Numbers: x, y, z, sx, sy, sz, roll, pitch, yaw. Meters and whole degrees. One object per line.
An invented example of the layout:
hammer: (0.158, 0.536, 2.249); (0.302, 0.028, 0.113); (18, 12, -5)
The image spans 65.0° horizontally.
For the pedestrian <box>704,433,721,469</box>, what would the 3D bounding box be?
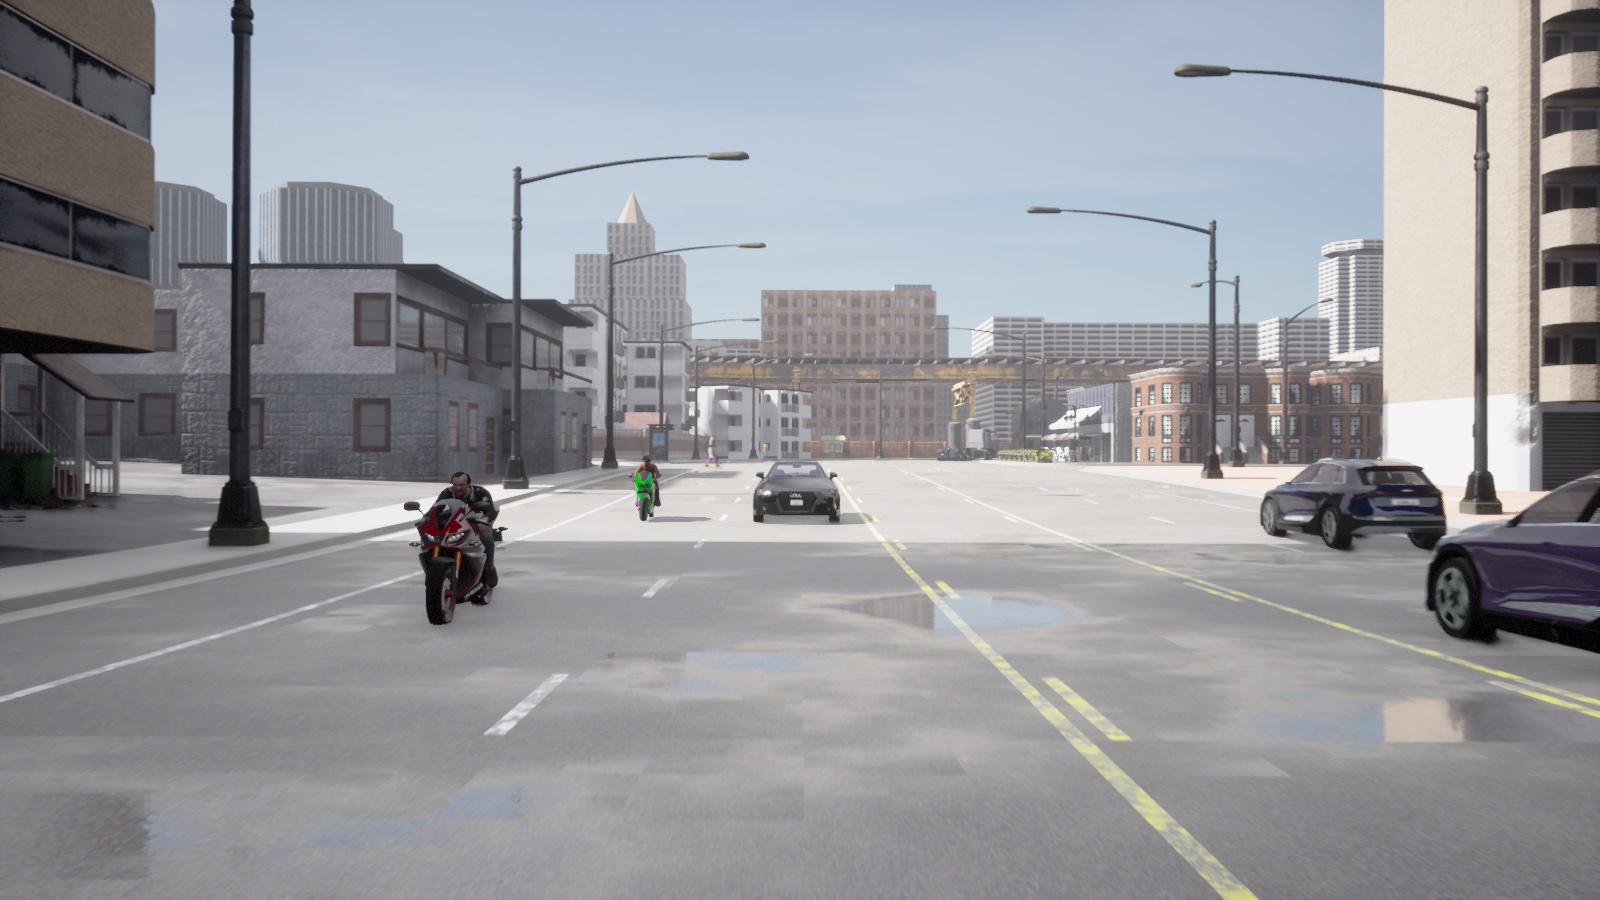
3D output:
pedestrian: (-4.753, 0.037, 68.157); (0.873, 1.952, 0.659); (0, 0, -4)

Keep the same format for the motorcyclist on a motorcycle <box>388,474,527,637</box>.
motorcyclist on a motorcycle: (-3.531, 1.034, 13.165); (0.866, 1.530, 2.191); (0, 0, 0)

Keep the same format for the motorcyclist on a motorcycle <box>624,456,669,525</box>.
motorcyclist on a motorcycle: (-3.570, 0.911, 29.418); (0.797, 1.523, 2.044); (0, 1, 0)

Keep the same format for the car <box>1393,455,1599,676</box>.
car: (6.976, 0.864, 10.164); (2.033, 1.649, 4.856); (0, -1, 0)

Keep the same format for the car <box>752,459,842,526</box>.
car: (-0.071, 0.968, 30.035); (1.994, 1.385, 4.181); (0, 1, 0)

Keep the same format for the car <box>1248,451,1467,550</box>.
car: (10.443, 0.862, 24.000); (2.033, 1.649, 4.856); (0, 0, 0)
